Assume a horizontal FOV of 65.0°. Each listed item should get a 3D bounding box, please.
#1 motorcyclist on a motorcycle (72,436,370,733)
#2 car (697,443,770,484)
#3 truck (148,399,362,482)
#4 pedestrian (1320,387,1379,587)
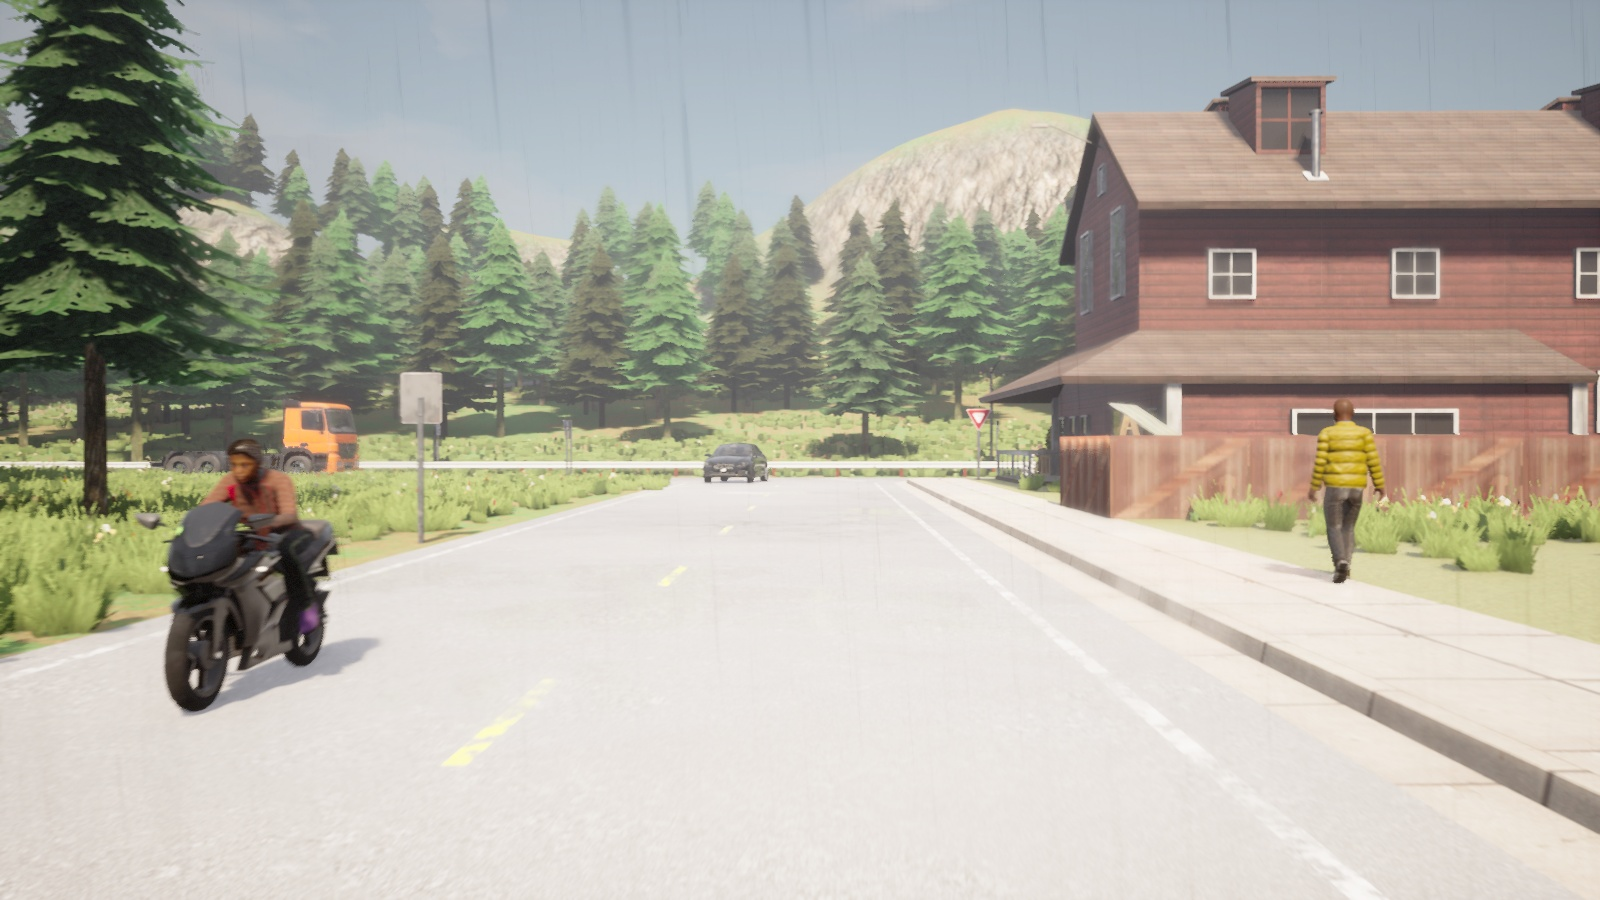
[{"bbox_3d":[-3.324,0.683,7.472,0.797,1.523,2.044,0,0,1],"label":"motorcyclist on a motorcycle"},{"bbox_3d":[-2.457,0.491,47.715,1.837,1.490,4.892,0,0,8],"label":"car"},{"bbox_3d":[-23.242,-0.421,53.803,7.936,3.462,2.891,0,0,1],"label":"truck"},{"bbox_3d":[5.211,0.339,11.931,0.370,1.835,0.726,0,0,12],"label":"pedestrian"}]
